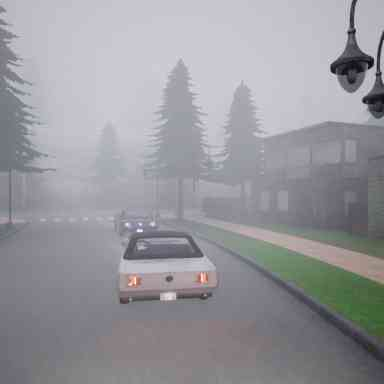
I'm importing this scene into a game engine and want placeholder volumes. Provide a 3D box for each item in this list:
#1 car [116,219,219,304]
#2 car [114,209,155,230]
[{"bbox_3d":[-0.805,1.601,8.204,1.895,1.301,4.718,0,0,-10],"label":"car"},{"bbox_3d":[-3.196,1.601,18.253,1.895,1.301,4.718,0,0,-18],"label":"car"}]
